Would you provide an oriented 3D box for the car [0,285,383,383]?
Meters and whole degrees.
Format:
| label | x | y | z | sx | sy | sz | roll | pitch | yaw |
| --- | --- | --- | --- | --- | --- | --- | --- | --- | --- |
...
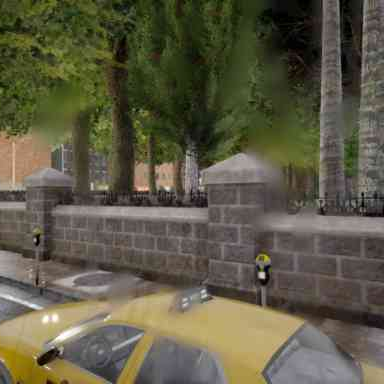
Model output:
| label | x | y | z | sx | sy | sz | roll | pitch | yaw |
| --- | --- | --- | --- | --- | --- | --- | --- | --- | --- |
| car | -0.221 | 1.526 | 2.976 | 4.829 | 1.417 | 1.752 | 0 | -1 | 35 |
